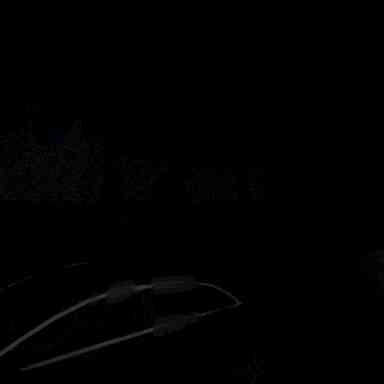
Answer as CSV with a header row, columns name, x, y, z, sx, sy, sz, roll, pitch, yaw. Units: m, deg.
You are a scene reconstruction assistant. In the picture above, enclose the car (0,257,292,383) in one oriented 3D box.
name,x,y,z,sx,sy,sz,roll,pitch,yaw
car,-1.095,1.504,3.253,4.902,1.511,2.128,1,0,-36
